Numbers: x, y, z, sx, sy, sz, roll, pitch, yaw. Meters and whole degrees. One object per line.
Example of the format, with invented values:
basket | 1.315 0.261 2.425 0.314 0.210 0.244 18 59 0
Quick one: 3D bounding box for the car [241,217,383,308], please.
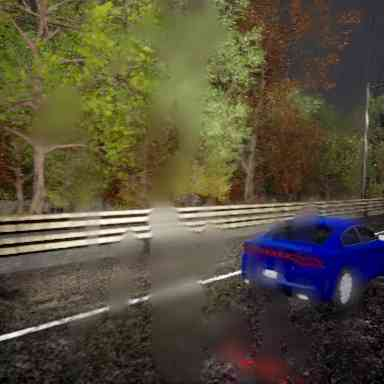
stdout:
car | 3.193 1.331 7.759 5.008 1.535 1.882 0 2 -45
